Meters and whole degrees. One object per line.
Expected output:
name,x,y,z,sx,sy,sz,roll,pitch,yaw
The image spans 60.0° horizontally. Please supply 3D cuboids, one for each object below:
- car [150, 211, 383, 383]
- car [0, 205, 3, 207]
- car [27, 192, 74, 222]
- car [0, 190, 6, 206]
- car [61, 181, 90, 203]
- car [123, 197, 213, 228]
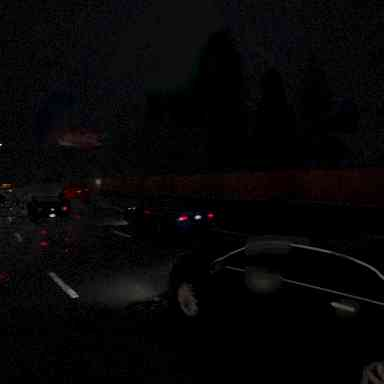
car,1.545,1.253,4.431,1.837,1.490,4.892,-3,4,-38
car,-8.802,1.178,13.238,1.895,1.301,4.718,-3,3,-32
car,-8.545,0.886,19.561,1.895,1.301,4.718,-3,3,-30
car,-17.471,0.541,29.106,2.128,1.511,4.902,-3,3,-25
car,-11.340,-0.013,32.391,2.150,2.045,5.566,-3,3,-25
car,-1.168,0.911,14.238,2.033,1.411,5.357,-3,3,-33
